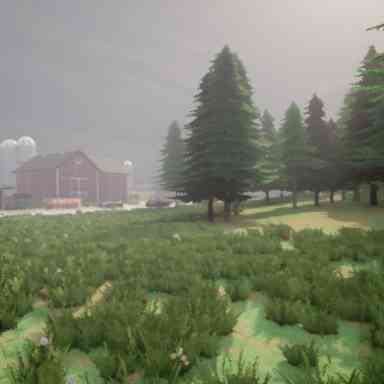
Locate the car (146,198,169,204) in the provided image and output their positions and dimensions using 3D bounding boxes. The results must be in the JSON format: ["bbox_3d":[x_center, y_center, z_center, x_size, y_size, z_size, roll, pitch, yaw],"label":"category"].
[{"bbox_3d":[-5.072,1.726,51.625,2.128,1.511,4.902,-1,0,36],"label":"car"}]

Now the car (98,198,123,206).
[{"bbox_3d":[-12.711,1.760,52.099,1.816,1.474,4.193,6,3,33],"label":"car"}]
